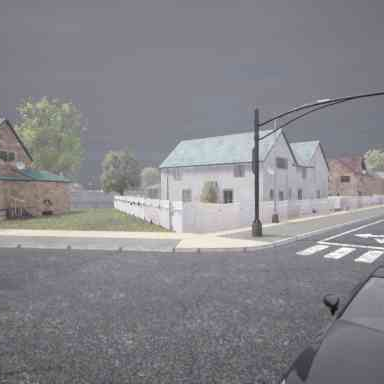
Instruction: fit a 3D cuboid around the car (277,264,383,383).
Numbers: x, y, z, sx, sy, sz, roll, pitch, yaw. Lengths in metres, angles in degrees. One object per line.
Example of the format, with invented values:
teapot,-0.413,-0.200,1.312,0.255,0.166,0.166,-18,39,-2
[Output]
car,2.551,1.524,3.451,1.812,1.442,4.674,0,0,42
